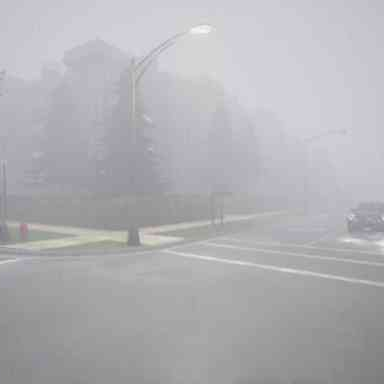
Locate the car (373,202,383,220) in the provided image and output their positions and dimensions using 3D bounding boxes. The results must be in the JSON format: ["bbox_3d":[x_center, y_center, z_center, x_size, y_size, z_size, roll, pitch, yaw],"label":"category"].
[{"bbox_3d":[16.640,1.568,28.024,1.994,1.385,4.181,0,0,35],"label":"car"}]

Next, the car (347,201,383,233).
[{"bbox_3d":[10.365,1.355,19.081,2.097,1.767,4.553,0,0,35],"label":"car"}]
